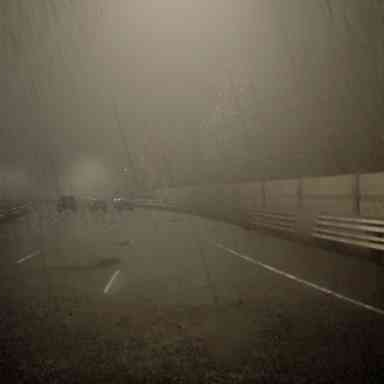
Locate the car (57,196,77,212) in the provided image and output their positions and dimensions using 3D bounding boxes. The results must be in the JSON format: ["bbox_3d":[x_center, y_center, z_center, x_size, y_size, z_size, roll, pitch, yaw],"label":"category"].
[{"bbox_3d":[-16.890,1.544,44.778,2.150,2.045,5.566,0,0,-25],"label":"car"}]

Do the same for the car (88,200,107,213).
[{"bbox_3d":[-11.951,1.766,41.996,1.837,1.490,4.892,0,0,-23],"label":"car"}]

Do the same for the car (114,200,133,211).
[{"bbox_3d":[-9.062,1.762,44.161,1.812,1.442,4.674,0,0,-23],"label":"car"}]
